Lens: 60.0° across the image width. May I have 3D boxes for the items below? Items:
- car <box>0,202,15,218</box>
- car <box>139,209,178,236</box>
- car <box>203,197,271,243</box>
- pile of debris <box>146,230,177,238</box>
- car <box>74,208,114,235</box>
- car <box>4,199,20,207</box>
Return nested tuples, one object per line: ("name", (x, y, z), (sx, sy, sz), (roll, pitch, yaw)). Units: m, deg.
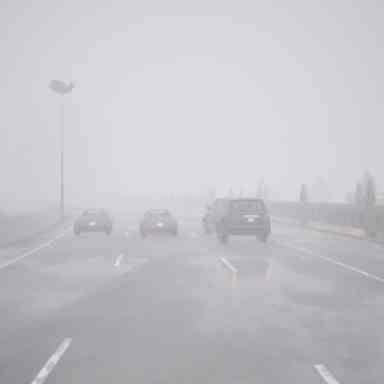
("car", (-13.637, 1.655, 22.226), (1.812, 1.442, 4.674), (0, 0, -15))
("car", (-1.985, 1.633, 18.965), (1.994, 1.385, 4.181), (0, 0, -10))
("car", (2.048, 1.270, 16.559), (2.150, 2.045, 5.566), (0, 0, -9))
("pile of debris", (-1.689, 2.243, 17.869), (1.500, 0.140, 1.860), (0, 0, -10))
("car", (-5.676, 1.653, 19.595), (1.994, 1.385, 4.181), (0, 0, -11))
("car", (-31.946, 1.869, 58.762), (2.033, 1.411, 5.357), (0, 0, -39))
